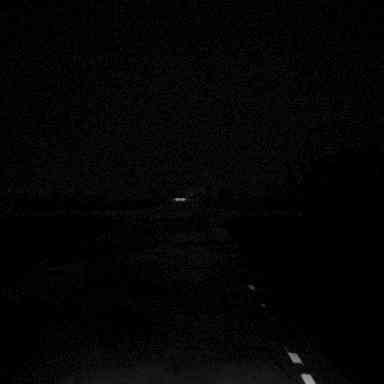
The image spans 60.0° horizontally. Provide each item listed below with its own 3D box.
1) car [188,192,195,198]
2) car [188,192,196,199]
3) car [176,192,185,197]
[{"bbox_3d":[-0.065,0.817,87.507,1.812,1.442,4.674,0,0,0],"label":"car"},{"bbox_3d":[-0.058,0.972,77.471,2.128,1.511,4.902,0,0,0],"label":"car"},{"bbox_3d":[-2.812,0.588,82.491,1.994,1.385,4.181,0,0,0],"label":"car"}]
